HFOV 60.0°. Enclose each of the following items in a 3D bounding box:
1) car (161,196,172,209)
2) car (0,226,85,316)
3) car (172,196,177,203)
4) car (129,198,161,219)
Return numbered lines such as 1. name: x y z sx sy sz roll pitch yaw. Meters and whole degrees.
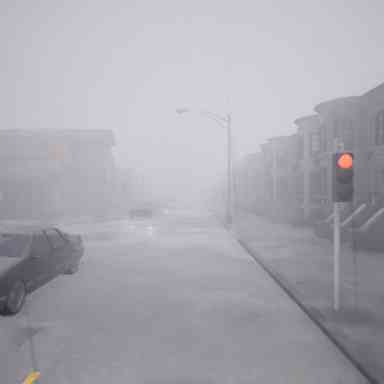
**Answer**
1. car: -4.160 1.525 45.712 1.812 1.442 4.674 0 0 0
2. car: -4.115 1.547 7.763 2.033 1.411 5.357 0 0 0
3. car: -4.089 1.507 66.131 1.837 1.490 4.892 0 0 0
4. car: -4.209 1.478 29.203 1.882 1.535 5.008 0 0 1
